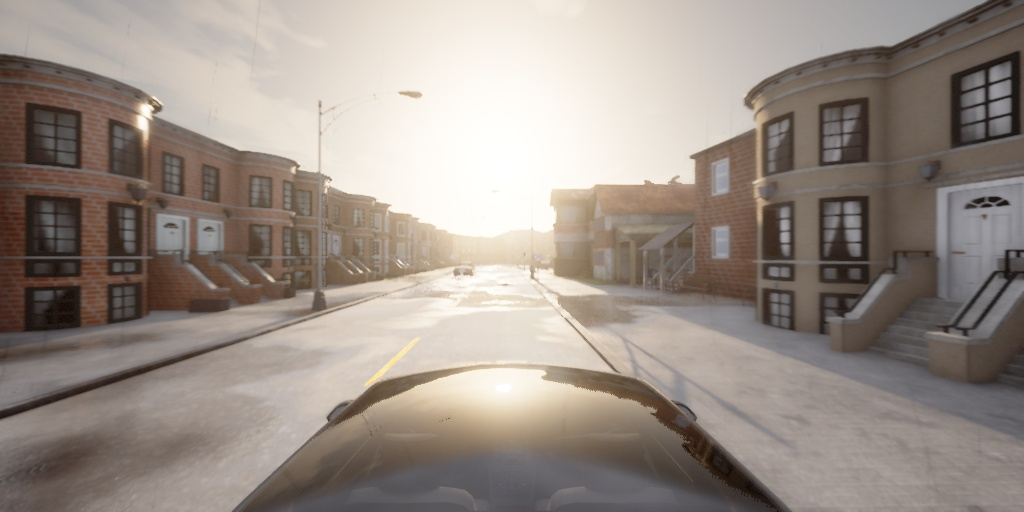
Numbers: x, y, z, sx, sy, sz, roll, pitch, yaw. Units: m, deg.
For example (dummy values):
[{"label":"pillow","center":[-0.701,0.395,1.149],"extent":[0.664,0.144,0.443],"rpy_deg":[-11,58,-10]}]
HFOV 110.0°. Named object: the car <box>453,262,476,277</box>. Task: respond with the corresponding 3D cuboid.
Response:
[{"label":"car","center":[-4.765,1.331,36.368],"extent":[2.128,1.511,4.902],"rpy_deg":[0,0,-1]}]
